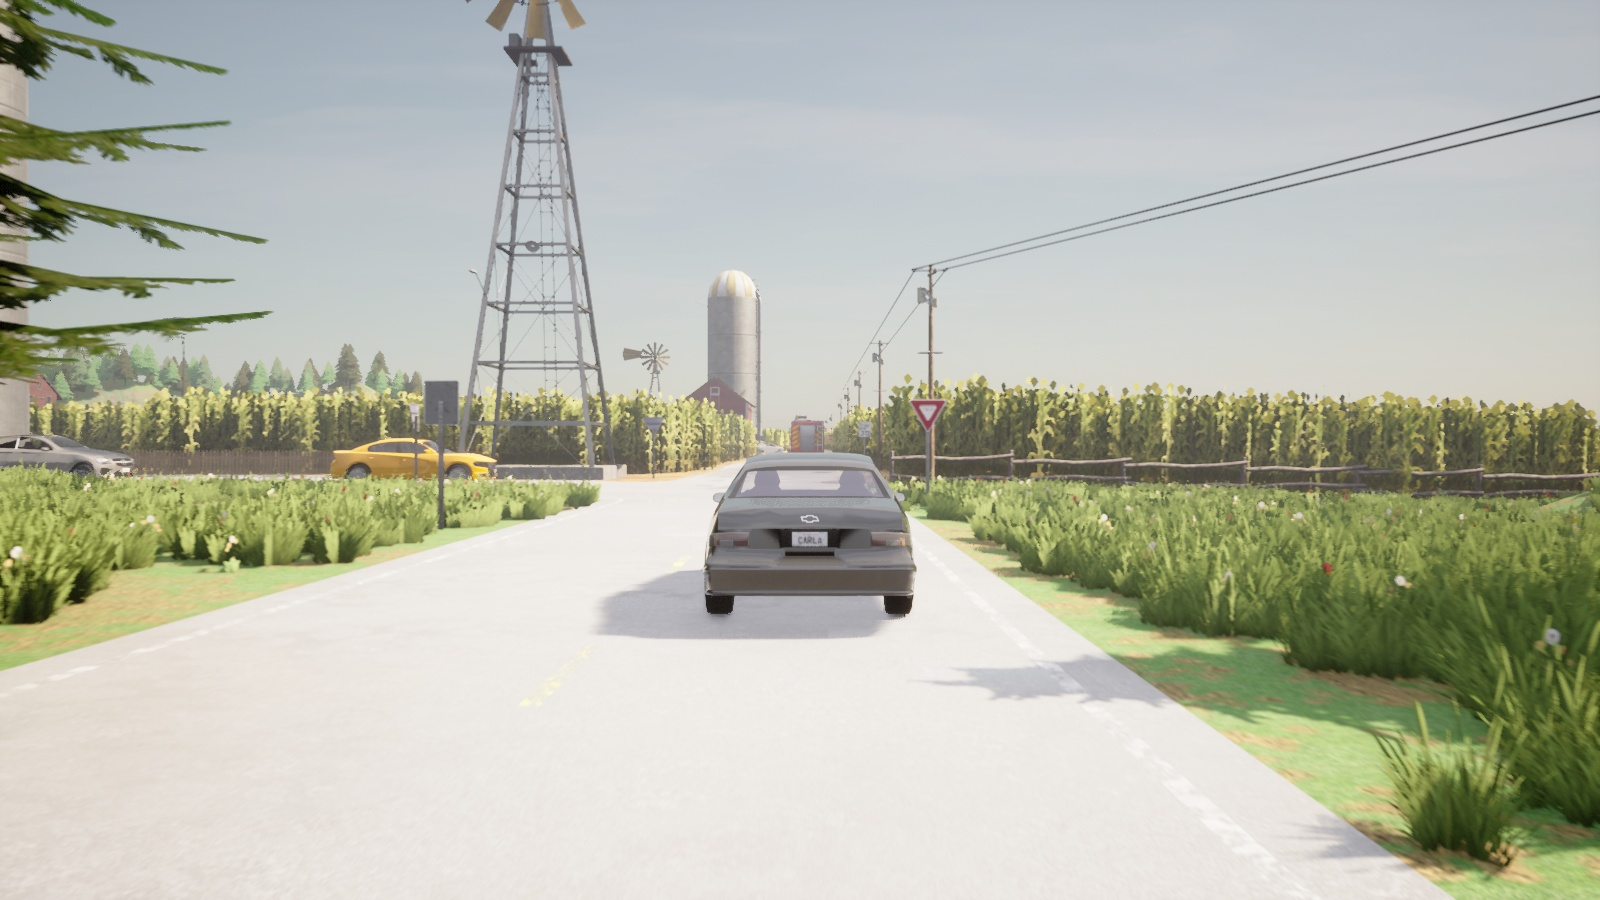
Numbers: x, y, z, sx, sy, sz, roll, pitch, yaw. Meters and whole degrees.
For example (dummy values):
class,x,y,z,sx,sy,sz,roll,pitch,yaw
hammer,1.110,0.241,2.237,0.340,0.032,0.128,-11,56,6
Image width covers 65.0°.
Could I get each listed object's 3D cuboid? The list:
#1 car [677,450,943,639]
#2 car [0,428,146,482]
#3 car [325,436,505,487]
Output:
class,x,y,z,sx,sy,sz,roll,pitch,yaw
car,0.087,0.725,12.282,2.033,1.411,5.357,0,0,0
car,-23.489,0.145,39.188,5.027,1.651,2.152,0,0,1
car,-11.904,0.355,39.009,5.008,1.535,1.882,0,0,1
